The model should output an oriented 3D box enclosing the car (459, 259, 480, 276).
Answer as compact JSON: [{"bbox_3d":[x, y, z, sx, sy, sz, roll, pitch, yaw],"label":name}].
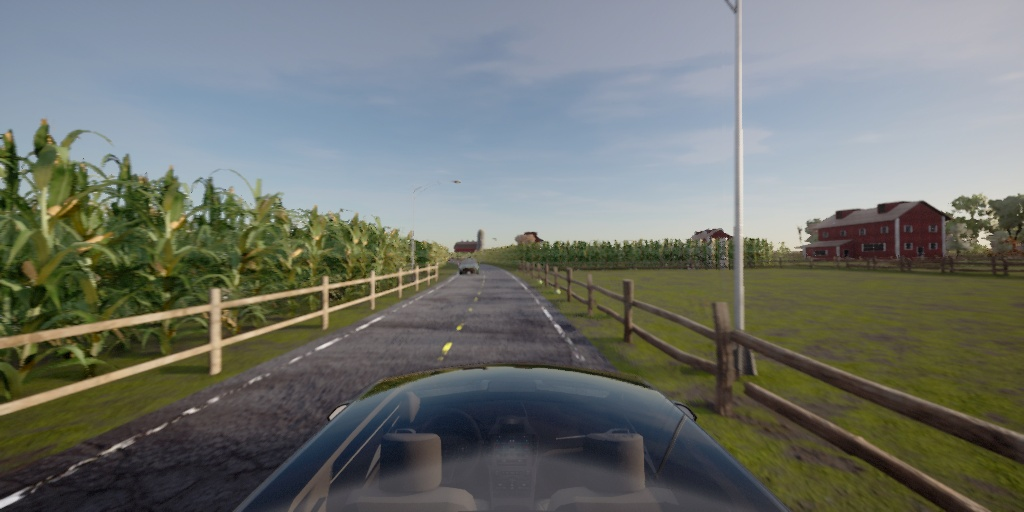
[{"bbox_3d":[-4.431,1.101,37.685,2.097,1.767,4.553,0,0,-5],"label":"car"}]
